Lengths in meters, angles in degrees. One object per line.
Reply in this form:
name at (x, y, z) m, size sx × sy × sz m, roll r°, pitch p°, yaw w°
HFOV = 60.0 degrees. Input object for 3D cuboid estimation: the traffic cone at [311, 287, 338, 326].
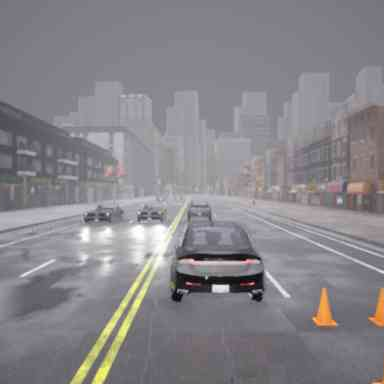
traffic cone at (2.271, 1.936, 5.712) m, size 0.340 × 0.580 × 0.340 m, roll 0°, pitch 0°, yaw 0°

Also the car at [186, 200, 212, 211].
car at (0.567, 1.393, 26.497) m, size 2.128 × 1.511 × 4.902 m, roll 0°, pitch 0°, yaw 0°

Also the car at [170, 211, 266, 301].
car at (0.509, 1.460, 8.218) m, size 2.128 × 1.511 × 4.902 m, roll 0°, pitch 0°, yaw 0°

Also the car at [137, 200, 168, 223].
car at (-2.887, 1.503, 24.829) m, size 1.895 × 1.301 × 4.718 m, roll 0°, pitch 0°, yaw 0°

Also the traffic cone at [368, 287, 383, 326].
traffic cone at (3.271, 1.938, 5.709) m, size 0.340 × 0.580 × 0.340 m, roll 0°, pitch 0°, yaw 0°

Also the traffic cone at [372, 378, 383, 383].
traffic cone at (2.264, 1.944, 3.712) m, size 0.340 × 0.580 × 0.340 m, roll 0°, pitch 0°, yaw 0°

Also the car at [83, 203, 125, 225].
car at (-6.140, 1.503, 23.615) m, size 1.895 × 1.301 × 4.718 m, roll 0°, pitch 0°, yaw 0°

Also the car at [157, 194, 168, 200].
car at (-5.906, 1.231, 65.949) m, size 2.128 × 1.511 × 4.902 m, roll 0°, pitch 0°, yaw 0°
